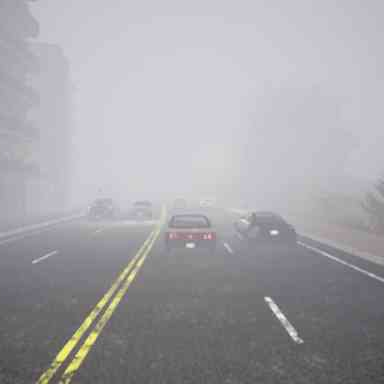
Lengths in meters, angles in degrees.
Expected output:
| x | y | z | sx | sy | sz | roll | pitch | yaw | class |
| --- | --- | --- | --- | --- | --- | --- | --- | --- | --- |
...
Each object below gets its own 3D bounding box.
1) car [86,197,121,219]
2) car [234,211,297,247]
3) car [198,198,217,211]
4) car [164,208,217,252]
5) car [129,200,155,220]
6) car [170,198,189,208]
| x | y | z | sx | sy | sz | roll | pitch | yaw | class |
| --- | --- | --- | --- | --- | --- | --- | --- | --- | --- |
| -7.350 | 1.275 | 27.904 | 2.097 | 1.767 | 4.553 | 0 | 0 | -3 | car |
| 3.082 | 1.513 | 14.688 | 1.994 | 1.385 | 4.181 | 0 | 0 | -2 | car |
| 1.794 | 1.396 | 38.274 | 1.812 | 1.442 | 4.674 | 0 | 0 | -4 | car |
| -0.121 | 1.558 | 13.724 | 1.895 | 1.301 | 4.718 | 0 | 0 | -2 | car |
| -4.090 | 1.445 | 27.796 | 1.812 | 1.442 | 4.674 | 0 | 0 | -3 | car |
| -1.412 | 1.357 | 37.583 | 1.882 | 1.535 | 5.008 | 0 | 0 | -4 | car |
